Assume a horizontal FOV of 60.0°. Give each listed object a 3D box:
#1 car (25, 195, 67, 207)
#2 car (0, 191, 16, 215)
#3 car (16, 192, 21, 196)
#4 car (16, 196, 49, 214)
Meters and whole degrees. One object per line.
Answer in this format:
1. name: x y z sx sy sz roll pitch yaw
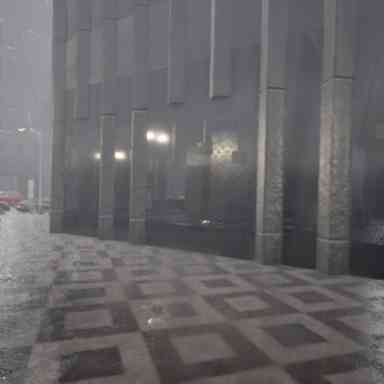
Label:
1. car: -18.104 1.122 41.431 1.947 1.339 4.313 2 1 36
2. car: -17.742 1.063 27.283 2.192 1.841 5.009 2 1 36
3. car: -21.382 0.841 36.840 2.192 1.841 5.009 2 1 36
4. car: -14.464 1.343 31.876 1.947 1.339 4.313 2 1 36
